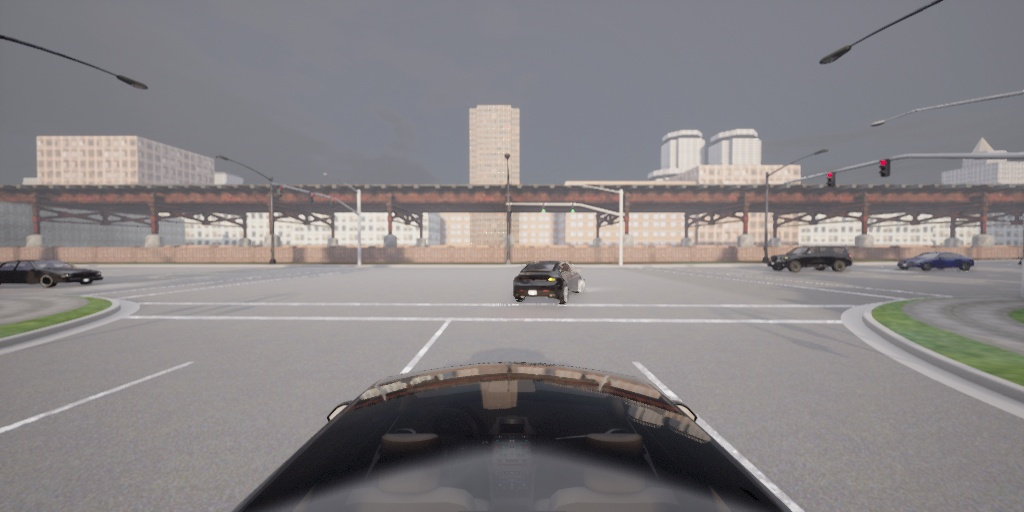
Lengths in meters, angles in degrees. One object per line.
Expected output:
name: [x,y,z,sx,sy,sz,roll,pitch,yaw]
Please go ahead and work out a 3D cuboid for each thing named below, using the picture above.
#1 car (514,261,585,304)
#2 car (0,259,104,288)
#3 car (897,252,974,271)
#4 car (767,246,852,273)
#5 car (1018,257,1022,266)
car: [1.594,0.936,14.434,1.837,1.490,4.892,-2,1,22]
car: [-25.292,0.895,19.139,5.357,1.411,2.033,0,1,2]
car: [33.324,0.401,28.235,4.674,1.442,1.812,-1,1,2]
car: [23.566,0.207,28.480,5.566,2.045,2.150,-1,1,3]
car: [42.809,0.219,27.964,4.902,1.511,2.128,-1,1,2]
